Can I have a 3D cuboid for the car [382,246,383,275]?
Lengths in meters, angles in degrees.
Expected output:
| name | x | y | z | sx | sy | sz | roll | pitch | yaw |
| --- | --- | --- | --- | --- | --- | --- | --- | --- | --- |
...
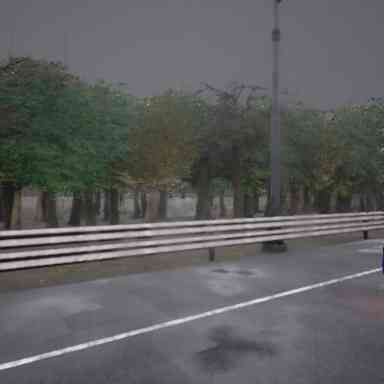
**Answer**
| name | x | y | z | sx | sy | sz | roll | pitch | yaw |
| --- | --- | --- | --- | --- | --- | --- | --- | --- | --- |
| car | 6.938 | 1.578 | 8.720 | 5.008 | 1.535 | 1.882 | 1 | 0 | -35 |
